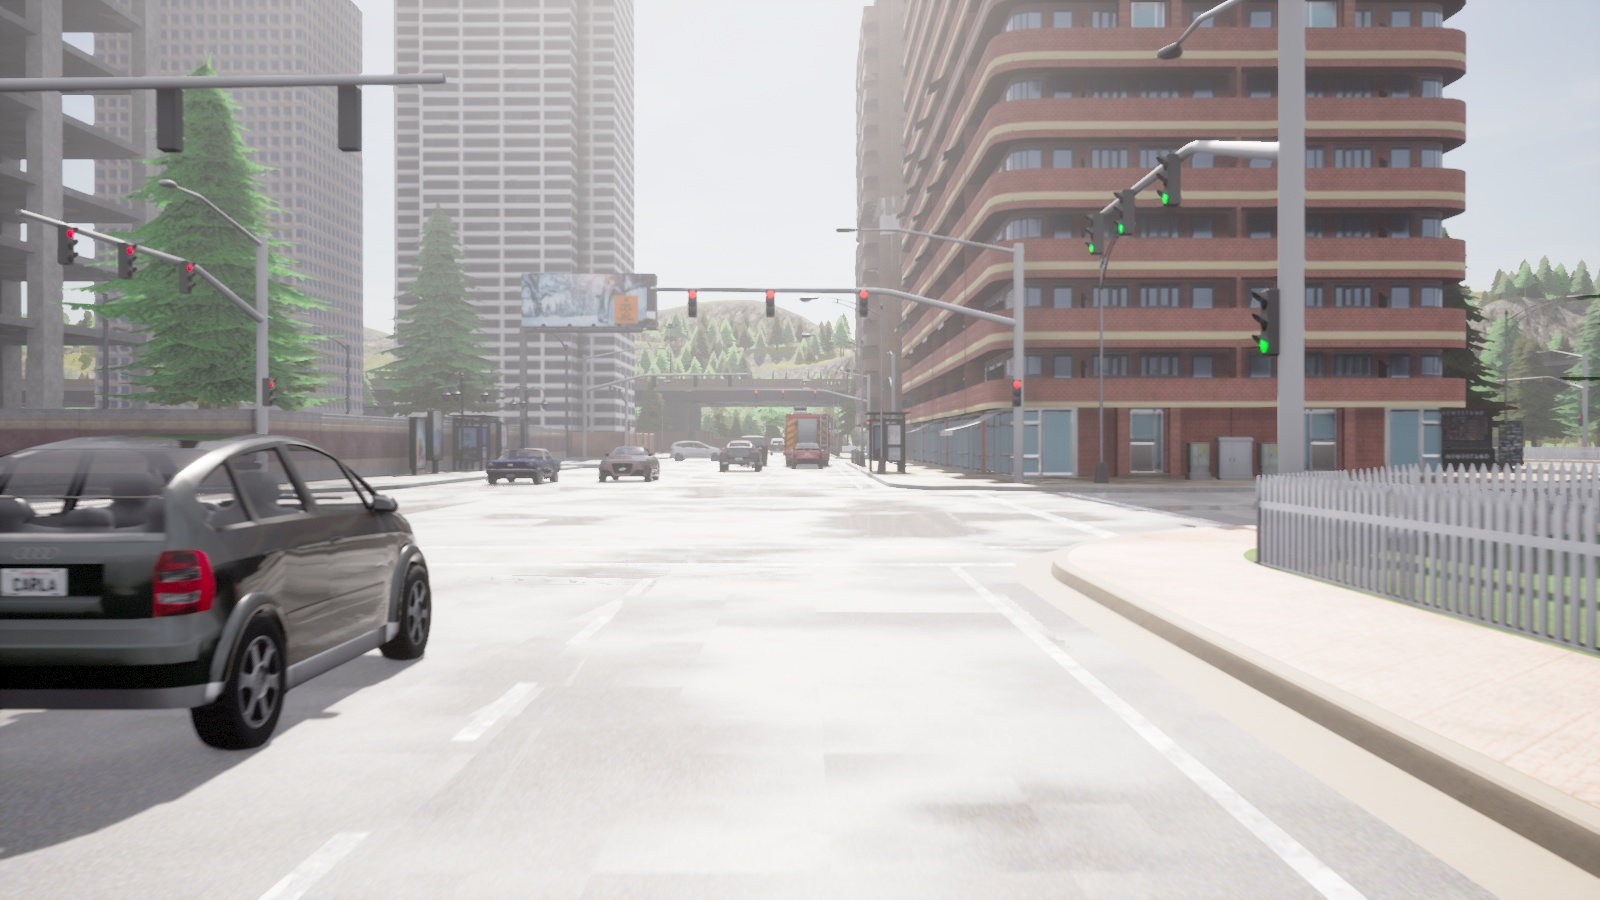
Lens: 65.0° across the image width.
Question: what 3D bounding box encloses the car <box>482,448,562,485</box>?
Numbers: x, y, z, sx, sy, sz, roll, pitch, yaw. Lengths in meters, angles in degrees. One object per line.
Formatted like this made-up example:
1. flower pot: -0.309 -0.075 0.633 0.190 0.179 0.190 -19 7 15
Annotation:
1. car: -10.224 0.577 46.458 1.895 1.301 4.718 0 0 0

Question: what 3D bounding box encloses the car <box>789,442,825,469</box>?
1. car: 0.423 0.283 72.932 2.007 1.525 4.514 0 0 0

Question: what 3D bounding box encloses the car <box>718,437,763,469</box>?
1. car: -3.112 0.148 66.508 2.152 1.651 5.027 0 0 0

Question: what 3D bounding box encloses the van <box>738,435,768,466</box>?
1. van: -3.026 0.035 81.886 1.775 1.987 4.442 0 0 0

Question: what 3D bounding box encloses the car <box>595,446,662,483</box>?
1. car: -6.701 0.526 49.451 1.994 1.385 4.181 0 0 1

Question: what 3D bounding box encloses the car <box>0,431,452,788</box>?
1. car: -3.443 0.681 7.311 1.789 1.549 3.705 0 0 0

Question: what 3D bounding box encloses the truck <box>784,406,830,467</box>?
1. truck: 0.481 -0.885 82.941 2.891 3.827 8.468 0 0 0
